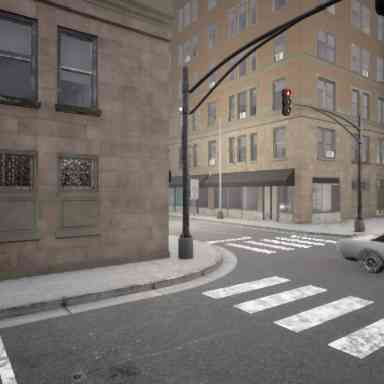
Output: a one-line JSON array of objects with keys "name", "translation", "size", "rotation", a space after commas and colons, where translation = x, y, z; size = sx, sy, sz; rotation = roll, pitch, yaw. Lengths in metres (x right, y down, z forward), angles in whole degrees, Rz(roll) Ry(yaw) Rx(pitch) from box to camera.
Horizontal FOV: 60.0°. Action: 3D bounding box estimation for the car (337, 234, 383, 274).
[{"name": "car", "translation": [6.344, 1.590, 8.408], "size": [1.895, 1.301, 4.718], "rotation": [0, 0, -36]}]
